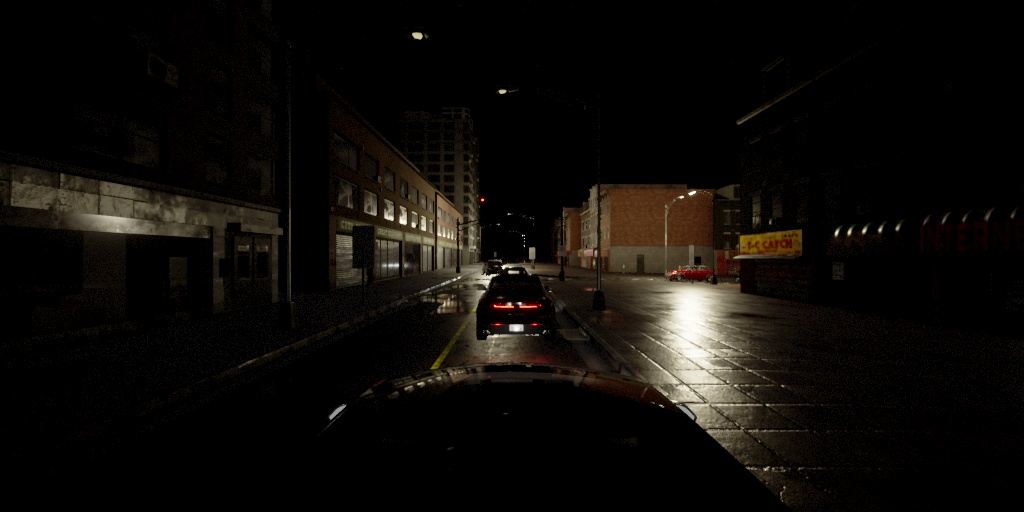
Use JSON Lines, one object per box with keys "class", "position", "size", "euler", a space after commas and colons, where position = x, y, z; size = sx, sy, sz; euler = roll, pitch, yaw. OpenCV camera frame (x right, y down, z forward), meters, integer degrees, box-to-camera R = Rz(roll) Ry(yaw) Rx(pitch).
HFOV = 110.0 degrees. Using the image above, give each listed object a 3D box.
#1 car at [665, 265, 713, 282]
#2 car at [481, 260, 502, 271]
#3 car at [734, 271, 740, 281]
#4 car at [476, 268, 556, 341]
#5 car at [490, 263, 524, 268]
{"class": "car", "position": [16.336, 1.571, 33.113], "size": [4.097, 1.591, 1.967], "euler": [0, 0, 0]}
{"class": "car", "position": [-1.895, 1.254, 36.348], "size": [1.837, 1.490, 4.892], "euler": [-1, 0, -15]}
{"class": "car", "position": [21.569, 1.738, 30.368], "size": [4.892, 1.490, 1.837], "euler": [1, 0, 0]}
{"class": "car", "position": [0.086, 1.255, 9.916], "size": [1.837, 1.490, 4.892], "euler": [0, 0, 0]}
{"class": "car", "position": [0.095, 1.297, 19.527], "size": [2.033, 1.411, 5.357], "euler": [0, 0, 0]}
